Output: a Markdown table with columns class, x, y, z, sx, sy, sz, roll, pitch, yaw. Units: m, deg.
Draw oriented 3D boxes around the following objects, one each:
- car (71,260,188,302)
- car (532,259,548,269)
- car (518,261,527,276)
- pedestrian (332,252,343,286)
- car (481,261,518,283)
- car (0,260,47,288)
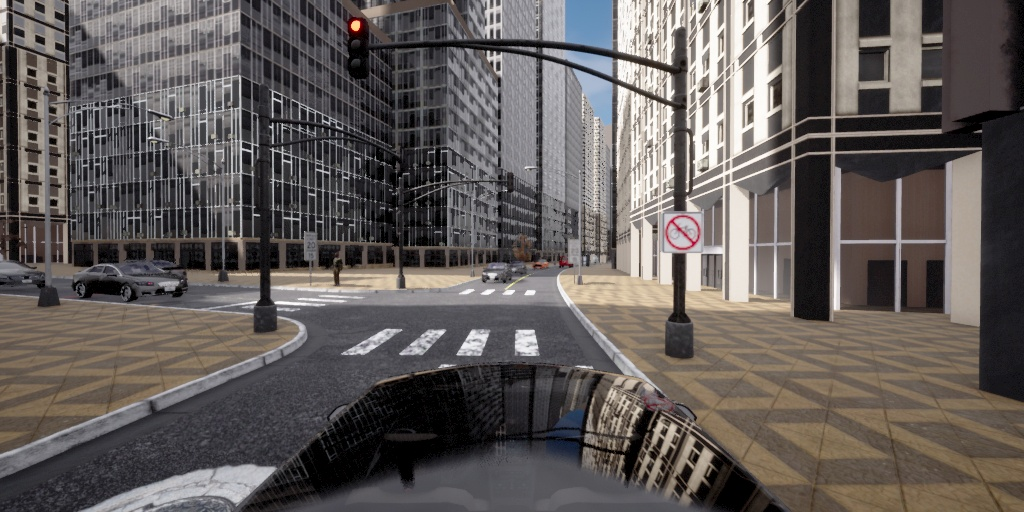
| class | x | y | z | sx | sy | sz | roll | pitch | yaw |
| --- | --- | --- | --- | --- | --- | --- | --- | --- | --- |
| car | -16.366 | 1.043 | 15.381 | 4.902 | 1.511 | 2.128 | 1 | 1 | 16 |
| car | 4.667 | 1.283 | 58.985 | 2.097 | 1.767 | 4.553 | 0 | 0 | 15 |
| car | 0.509 | 1.314 | 39.399 | 2.128 | 1.511 | 4.902 | 0 | 0 | 10 |
| pedestrian | -9.518 | 0.716 | 19.477 | 0.375 | 1.860 | 0.375 | 0 | 0 | 16 |
| car | -1.110 | 1.276 | 28.208 | 2.128 | 1.511 | 4.902 | 0 | 0 | 7 |
| car | -25.926 | 0.941 | 18.180 | 4.674 | 1.442 | 1.812 | 1 | 1 | 17 |
